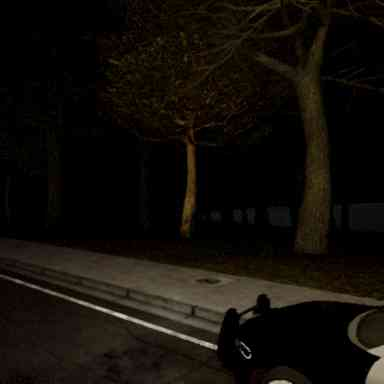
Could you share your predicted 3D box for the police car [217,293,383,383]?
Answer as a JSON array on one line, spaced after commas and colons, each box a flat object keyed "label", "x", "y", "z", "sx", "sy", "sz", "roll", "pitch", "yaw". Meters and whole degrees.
[{"label": "police car", "x": 2.631, "y": 1.571, "z": 2.870, "sx": 5.238, "sy": 1.638, "sz": 1.930, "roll": -1, "pitch": -3, "yaw": 38}]
